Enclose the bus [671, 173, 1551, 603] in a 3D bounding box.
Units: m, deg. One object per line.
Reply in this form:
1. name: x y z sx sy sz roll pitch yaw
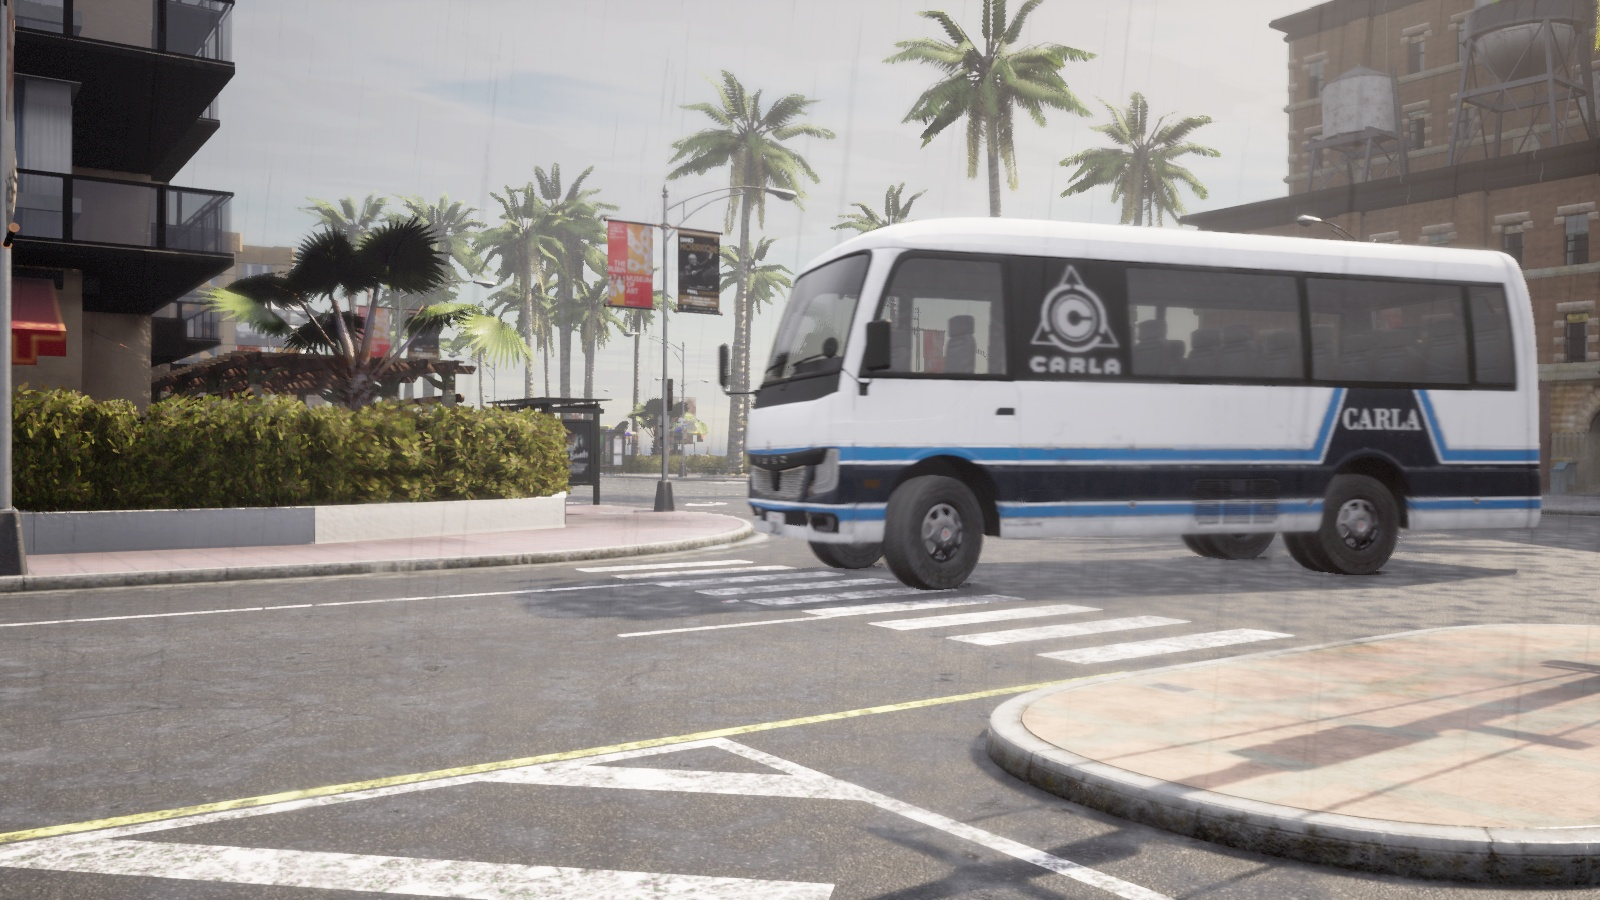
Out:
1. bus: 3.844 -0.601 15.903 10.273 4.253 3.944 0 -1 -18
